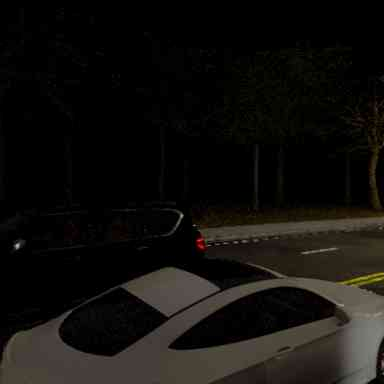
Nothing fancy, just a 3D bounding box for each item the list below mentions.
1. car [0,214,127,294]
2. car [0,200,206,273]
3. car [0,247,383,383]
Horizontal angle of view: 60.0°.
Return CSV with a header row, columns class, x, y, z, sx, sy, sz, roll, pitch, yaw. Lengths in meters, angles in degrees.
class,x,y,z,sx,sy,sz,roll,pitch,yaw
car,-4.365,1.470,8.402,4.902,1.511,2.128,0,0,-34
car,-2.303,1.204,5.921,5.566,2.045,2.150,0,0,-34
car,0.501,1.508,3.635,4.674,1.442,1.812,0,0,-34
